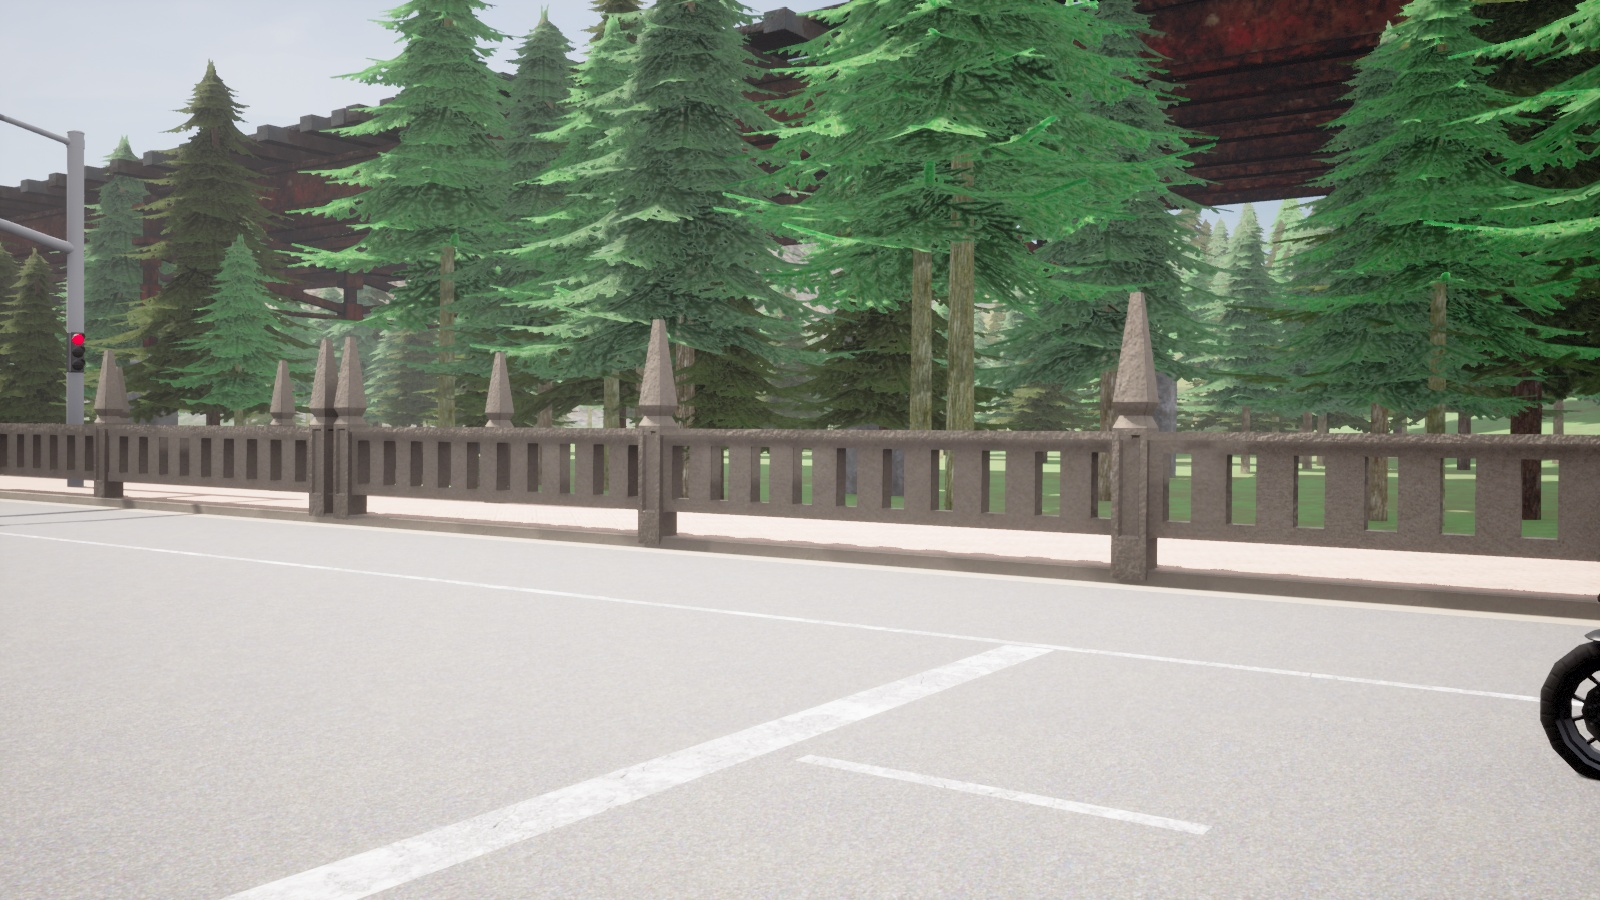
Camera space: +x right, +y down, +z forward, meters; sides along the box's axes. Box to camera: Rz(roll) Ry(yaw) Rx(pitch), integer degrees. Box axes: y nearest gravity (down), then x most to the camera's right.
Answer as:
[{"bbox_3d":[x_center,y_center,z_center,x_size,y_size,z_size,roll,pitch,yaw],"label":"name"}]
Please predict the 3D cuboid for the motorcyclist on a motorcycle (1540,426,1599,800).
[{"bbox_3d":[4.247,0.660,5.004,2.191,1.530,0.866,0,1,34],"label":"motorcyclist on a motorcycle"}]
